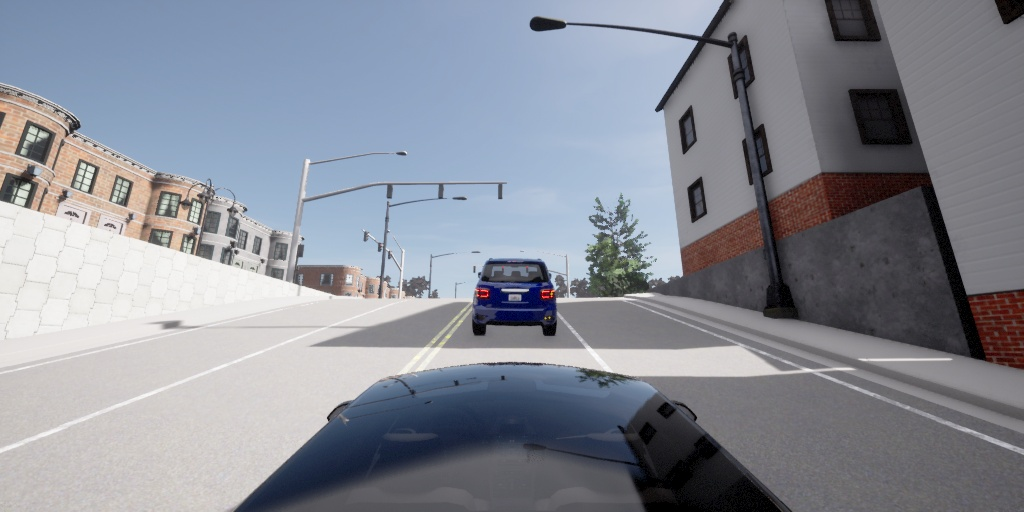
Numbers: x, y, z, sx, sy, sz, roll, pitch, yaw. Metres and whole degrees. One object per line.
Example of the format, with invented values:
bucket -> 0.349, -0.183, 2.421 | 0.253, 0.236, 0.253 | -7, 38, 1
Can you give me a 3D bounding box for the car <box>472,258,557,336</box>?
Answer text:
car -> 0.078, 1.097, 11.026 | 2.150, 2.045, 5.566 | 1, -1, 0
